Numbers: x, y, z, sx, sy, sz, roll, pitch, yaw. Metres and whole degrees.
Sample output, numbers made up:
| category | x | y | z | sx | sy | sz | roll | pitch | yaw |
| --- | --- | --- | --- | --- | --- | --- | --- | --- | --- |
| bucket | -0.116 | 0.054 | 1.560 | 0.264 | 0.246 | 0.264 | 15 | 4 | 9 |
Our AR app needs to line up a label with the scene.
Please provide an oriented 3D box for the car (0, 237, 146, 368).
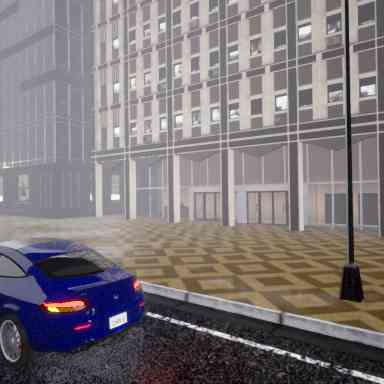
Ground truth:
| category | x | y | z | sx | sy | sz | roll | pitch | yaw |
| --- | --- | --- | --- | --- | --- | --- | --- | --- | --- |
| car | -2.850 | 1.527 | 5.724 | 4.674 | 1.442 | 1.812 | 0 | 0 | 35 |
